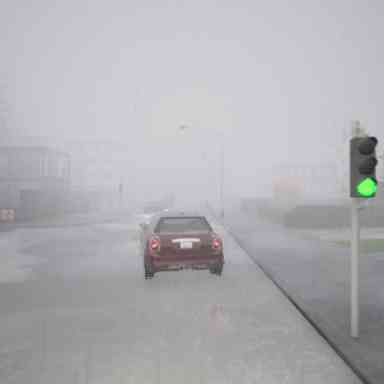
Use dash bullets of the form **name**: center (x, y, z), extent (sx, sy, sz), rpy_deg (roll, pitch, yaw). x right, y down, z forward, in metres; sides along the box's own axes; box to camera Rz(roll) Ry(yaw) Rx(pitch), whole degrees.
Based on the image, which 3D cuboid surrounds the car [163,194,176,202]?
- **car**: center (-4.003, 1.343, 57.093), extent (2.150, 2.045, 5.566), rpy_deg (0, 0, 0)

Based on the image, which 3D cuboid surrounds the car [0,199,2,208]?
- **car**: center (-19.753, 1.052, 30.846), extent (1.905, 1.878, 3.866), rpy_deg (0, 0, 35)

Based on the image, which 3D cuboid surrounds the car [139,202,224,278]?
- **car**: center (-0.537, 1.373, 10.493), extent (2.097, 1.767, 4.553), rpy_deg (0, 0, -11)

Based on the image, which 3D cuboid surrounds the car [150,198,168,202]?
- **car**: center (-4.091, 1.642, 36.796), extent (1.994, 1.385, 4.181), rpy_deg (0, 0, 0)

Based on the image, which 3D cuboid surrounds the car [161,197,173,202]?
- **car**: center (-4.071, 1.700, 46.698), extent (1.895, 1.301, 4.718), rpy_deg (0, 0, 0)
